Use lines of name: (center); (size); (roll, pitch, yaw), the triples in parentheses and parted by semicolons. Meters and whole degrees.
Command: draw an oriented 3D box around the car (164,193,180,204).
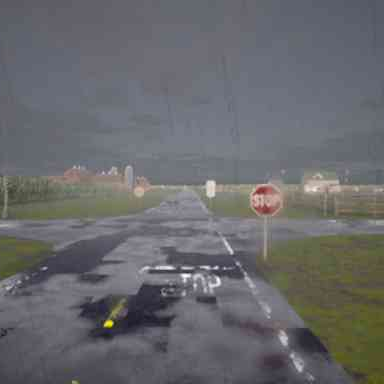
car: (-2.745, 0.982, 46.461); (1.837, 1.490, 4.892); (0, 3, 0)
